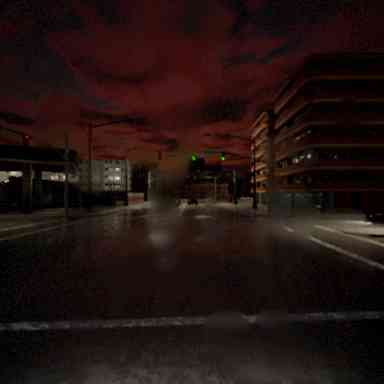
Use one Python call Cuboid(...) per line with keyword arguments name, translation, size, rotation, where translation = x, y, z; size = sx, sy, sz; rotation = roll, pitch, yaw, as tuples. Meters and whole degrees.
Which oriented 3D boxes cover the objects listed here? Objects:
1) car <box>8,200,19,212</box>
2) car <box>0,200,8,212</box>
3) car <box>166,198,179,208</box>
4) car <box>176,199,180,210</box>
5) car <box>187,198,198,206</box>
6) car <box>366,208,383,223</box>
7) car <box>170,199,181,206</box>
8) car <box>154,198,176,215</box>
Cuboid(name="car", translation=(-24.060, 1.752, 42.034), size=(3.806, 1.475, 1.970), rotation=(0, 0, 1))
Cuboid(name="car", translation=(-23.339, 1.550, 36.285), size=(4.611, 1.667, 2.242), rotation=(0, 0, 1))
Cuboid(name="car", translation=(-3.308, 1.873, 56.124), size=(1.882, 1.535, 5.008), rotation=(0, 0, 0))
Cuboid(name="car", translation=(-3.246, 1.683, 46.943), size=(2.097, 1.767, 4.553), rotation=(0, 0, 0))
Cuboid(name="car", translation=(0.160, 1.972, 66.410), size=(1.837, 1.490, 4.892), rotation=(0, 0, -1))
Cuboid(name="car", translation=(16.198, 1.751, 26.389), size=(4.181, 1.385, 1.994), rotation=(0, 0, 0))
Cuboid(name="car", translation=(-3.338, 2.030, 66.149), size=(1.994, 1.385, 4.181), rotation=(0, 0, -1))
Cuboid(name="car", translation=(-3.125, 1.771, 37.738), size=(1.837, 1.490, 4.892), rotation=(0, 0, -1))
